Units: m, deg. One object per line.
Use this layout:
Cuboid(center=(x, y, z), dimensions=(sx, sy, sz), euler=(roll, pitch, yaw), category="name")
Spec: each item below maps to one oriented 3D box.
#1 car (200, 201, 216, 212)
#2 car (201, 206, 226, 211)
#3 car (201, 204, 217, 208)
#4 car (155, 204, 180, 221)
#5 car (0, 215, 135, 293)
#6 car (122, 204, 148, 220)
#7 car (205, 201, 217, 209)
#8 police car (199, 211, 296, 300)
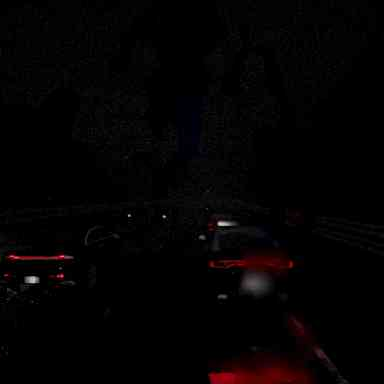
Cuboid(center=(2.146, 2.138, 45.084), dimensions=(1.994, 1.385, 4.181), euler=(0, -1, 6), category="car")
Cuboid(center=(1.549, 1.758, 18.523), dimensions=(1.812, 1.442, 4.674), euler=(0, -1, 2), category="car")
Cuboid(center=(1.821, 1.833, 24.425), dimensions=(1.812, 1.442, 4.674), euler=(0, -1, 3), category="car")
Cuboid(center=(-2.238, 1.910, 31.268), dimensions=(1.837, 1.490, 4.892), euler=(0, -1, 4), category="car")
Cuboid(center=(-3.203, 1.619, 9.235), dimensions=(2.128, 1.511, 4.902), euler=(0, -1, 2), category="car")
Cuboid(center=(-5.632, 1.944, 33.141), dimensions=(1.837, 1.490, 4.892), euler=(0, -1, 4), category="car")
Cuboid(center=(3.354, 2.276, 58.817), dimensions=(1.812, 1.442, 4.674), euler=(0, -1, 6), category="car")
Cuboid(center=(1.221, 1.535, 8.795), dimensions=(1.930, 1.638, 5.238), euler=(0, -1, 1), category="police car")
